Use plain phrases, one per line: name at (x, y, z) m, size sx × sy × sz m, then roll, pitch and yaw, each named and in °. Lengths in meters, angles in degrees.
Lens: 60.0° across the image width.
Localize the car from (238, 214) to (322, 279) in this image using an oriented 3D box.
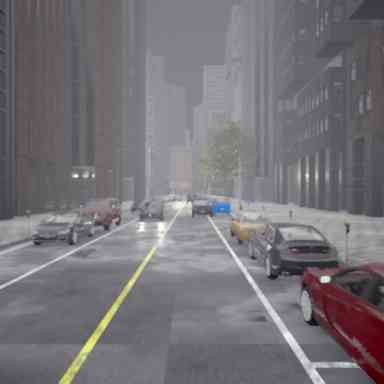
car at (2.762, 1.554, 9.809) m, size 2.008 × 1.369 × 4.403 m, roll 0°, pitch 0°, yaw 0°

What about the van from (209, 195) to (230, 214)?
van at (2.760, 1.360, 32.288) m, size 1.690 × 1.788 × 3.998 m, roll 0°, pitch 0°, yaw 0°

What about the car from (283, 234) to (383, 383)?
car at (2.762, 1.546, 4.196) m, size 1.887 × 1.381 × 4.507 m, roll 0°, pitch 0°, yaw 0°

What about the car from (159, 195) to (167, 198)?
car at (-5.766, 1.608, 54.754) m, size 1.947 × 1.339 × 4.313 m, roll 0°, pitch 0°, yaw 0°

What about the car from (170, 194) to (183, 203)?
car at (-3.003, 1.407, 68.389) m, size 1.812 × 1.442 × 4.674 m, roll 0°, pitch 0°, yaw 0°

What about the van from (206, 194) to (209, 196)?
van at (2.760, 1.365, 37.907) m, size 1.690 × 1.788 × 3.998 m, roll 0°, pitch 0°, yaw 0°

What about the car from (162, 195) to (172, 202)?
car at (-5.767, 1.511, 77.229) m, size 1.967 × 1.590 × 4.097 m, roll 0°, pitch 0°, yaw 0°

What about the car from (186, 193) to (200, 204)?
car at (-0.002, 1.292, 66.053) m, size 2.150 × 2.045 × 5.566 m, roll 0°, pitch 0°, yaw 0°

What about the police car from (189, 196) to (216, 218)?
police car at (0.898, 1.443, 30.834) m, size 1.930 × 1.638 × 5.238 m, roll 0°, pitch 0°, yaw 0°

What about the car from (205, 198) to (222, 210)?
car at (2.760, 1.574, 43.525) m, size 1.887 × 1.381 × 4.507 m, roll 0°, pitch 0°, yaw 0°

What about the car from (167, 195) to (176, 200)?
car at (-5.767, 1.647, 94.085) m, size 2.008 × 1.369 × 4.403 m, roll 0°, pitch 0°, yaw 0°

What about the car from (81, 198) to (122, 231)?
car at (-5.764, 1.325, 21.041) m, size 2.192 × 1.841 × 5.009 m, roll 0°, pitch 0°, yaw 0°

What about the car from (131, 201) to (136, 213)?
car at (-5.765, 1.590, 37.898) m, size 1.947 × 1.339 × 4.313 m, roll 0°, pitch 0°, yaw 0°

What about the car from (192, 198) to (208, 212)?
car at (0.898, 1.532, 40.724) m, size 1.837 × 1.490 × 4.892 m, roll 0°, pitch 0°, yaw 0°

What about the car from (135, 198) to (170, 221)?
car at (-3.101, 1.520, 27.088) m, size 1.837 × 1.490 × 4.892 m, roll 0°, pitch 0°, yaw 0°

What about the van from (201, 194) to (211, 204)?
van at (2.759, 1.396, 65.999) m, size 1.690 × 1.788 × 3.998 m, roll 0°, pitch 0°, yaw 0°

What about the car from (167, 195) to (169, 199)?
car at (-5.766, 1.615, 60.372) m, size 1.947 × 1.339 × 4.313 m, roll 0°, pitch 0°, yaw 0°

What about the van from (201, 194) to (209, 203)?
van at (2.759, 1.404, 71.617) m, size 1.690 × 1.788 × 3.998 m, roll 0°, pitch 0°, yaw 0°

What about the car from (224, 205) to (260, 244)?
car at (2.761, 1.532, 15.603) m, size 1.752 × 1.417 × 4.829 m, roll 0°, pitch 0°, yaw 0°

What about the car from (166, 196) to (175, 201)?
car at (-5.767, 1.639, 88.466) m, size 2.008 × 1.369 × 4.403 m, roll 0°, pitch 0°, yaw 0°

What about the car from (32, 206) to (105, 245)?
car at (-5.764, 1.558, 15.423) m, size 2.008 × 1.369 × 4.403 m, roll 0°, pitch 0°, yaw 0°
